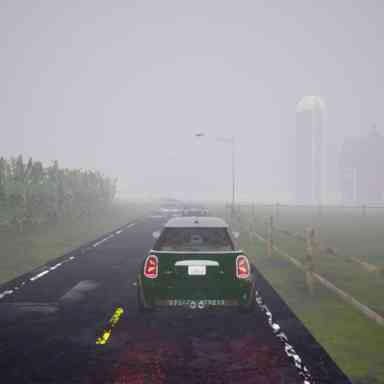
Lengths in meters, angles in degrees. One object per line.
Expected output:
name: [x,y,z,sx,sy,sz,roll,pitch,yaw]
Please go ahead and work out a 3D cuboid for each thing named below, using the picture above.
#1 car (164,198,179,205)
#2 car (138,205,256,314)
car: [-2.721,1.561,44.921,2.033,1.411,5.357,0,0,0]
car: [0.098,1.351,7.775,2.097,1.767,4.553,0,0,0]
